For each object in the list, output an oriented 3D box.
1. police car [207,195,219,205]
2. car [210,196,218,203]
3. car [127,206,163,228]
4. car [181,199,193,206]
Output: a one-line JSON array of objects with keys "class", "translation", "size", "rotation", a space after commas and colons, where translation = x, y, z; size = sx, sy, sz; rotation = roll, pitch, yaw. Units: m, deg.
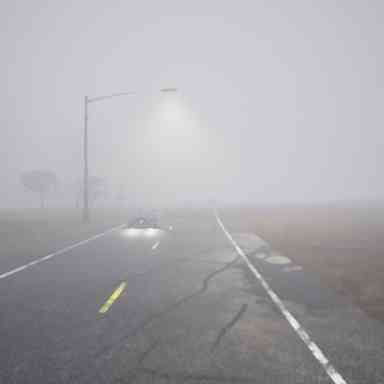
[{"class": "police car", "translation": [4.252, 1.853, 71.401], "size": [1.930, 1.638, 5.238], "rotation": [0, 0, 5]}, {"class": "car", "translation": [5.808, 1.971, 87.351], "size": [1.801, 1.575, 5.366], "rotation": [0, 0, 6]}, {"class": "car", "translation": [-3.206, 1.708, 23.370], "size": [1.994, 1.385, 4.181], "rotation": [0, 0, 2]}, {"class": "car", "translation": [-0.936, 1.948, 64.078], "size": [1.994, 1.385, 4.181], "rotation": [0, 0, 5]}]
